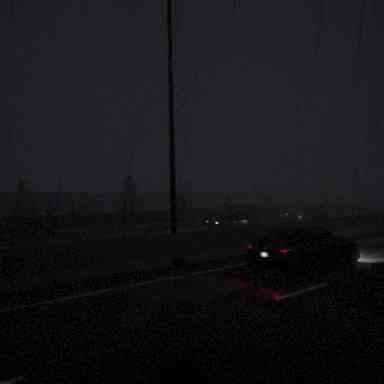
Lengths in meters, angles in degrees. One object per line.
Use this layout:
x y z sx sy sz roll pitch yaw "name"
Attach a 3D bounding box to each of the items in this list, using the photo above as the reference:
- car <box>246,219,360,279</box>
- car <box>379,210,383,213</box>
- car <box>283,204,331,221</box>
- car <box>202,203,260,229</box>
3.737 1.812 11.053 4.181 1.385 1.994 0 -2 -37 "car"
19.322 1.887 30.838 4.902 1.511 2.128 -1 -2 -30 "car"
10.002 1.972 28.950 4.553 1.767 2.097 0 -2 -34 "car"
3.441 2.028 28.576 5.566 2.045 2.150 0 -2 -36 "car"
